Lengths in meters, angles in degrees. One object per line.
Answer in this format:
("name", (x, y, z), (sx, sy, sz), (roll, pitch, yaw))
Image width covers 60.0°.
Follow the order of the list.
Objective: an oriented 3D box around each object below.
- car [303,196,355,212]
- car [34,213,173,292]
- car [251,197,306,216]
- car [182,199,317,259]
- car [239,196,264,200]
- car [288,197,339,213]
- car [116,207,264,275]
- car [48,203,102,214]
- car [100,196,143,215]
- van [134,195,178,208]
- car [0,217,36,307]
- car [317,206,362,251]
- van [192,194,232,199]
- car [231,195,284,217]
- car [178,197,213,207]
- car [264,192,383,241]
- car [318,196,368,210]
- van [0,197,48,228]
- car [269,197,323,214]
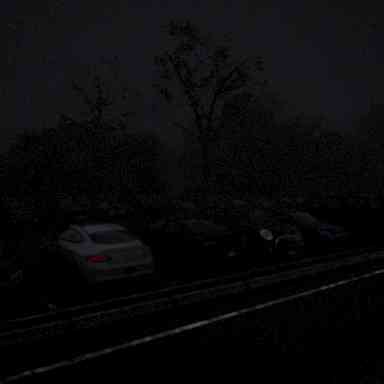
("car", (15.261, 1.263, 37.337), (2.097, 1.535, 5.008), (-1, 0, -36))
("car", (-2.681, 1.541, 9.100), (2.002, 1.452, 4.674), (-1, 0, -36))
("car", (8.264, 1.329, 32.344), (2.097, 1.535, 5.008), (-1, 0, -36))
("car", (1.898, 1.332, 12.409), (2.185, 1.767, 4.553), (-1, 0, -36))
("car", (3.661, 1.372, 29.073), (2.097, 1.535, 5.008), (-1, 0, -35))
("car", (12.942, 1.314, 35.724), (2.163, 1.488, 4.792), (-1, 0, -36))
("car", (-0.380, 1.480, 10.738), (2.097, 1.535, 5.008), (-1, 0, -36))
("car", (-7.746, 1.509, 20.971), (2.163, 1.488, 4.792), (-1, 0, -36))
("car", (-5.514, 1.333, 22.486), (2.185, 1.767, 4.553), (-1, 0, -35))
("van", (-3.202, 1.210, 24.317), (1.878, 1.987, 4.442), (-1, 0, -35))
("car", (-4.992, 1.558, 7.458), (2.002, 1.452, 4.674), (-1, 0, -36))
("car", (4.216, 1.476, 14.027), (2.002, 1.452, 4.674), (-1, 0, -36))
("van", (1.400, 1.167, 27.596), (1.878, 1.987, 4.442), (0, 0, -35))
("car", (5.944, 1.225, 30.733), (2.185, 1.767, 4.553), (-1, 0, -35))
("car", (-0.836, 1.416, 25.867), (2.231, 1.521, 4.892), (-1, 0, -35))
("car", (6.500, 1.163, 15.688), (2.435, 2.045, 5.566), (-1, 0, -36))
("car", (17.559, 1.241, 38.976), (2.097, 1.535, 5.008), (-1, 0, -36))
("van", (-9.962, 1.275, 19.207), (1.878, 1.987, 4.442), (-1, 0, -35))
("car", (10.557, 1.307, 33.992), (2.097, 1.535, 5.008), (-1, 0, -36))
